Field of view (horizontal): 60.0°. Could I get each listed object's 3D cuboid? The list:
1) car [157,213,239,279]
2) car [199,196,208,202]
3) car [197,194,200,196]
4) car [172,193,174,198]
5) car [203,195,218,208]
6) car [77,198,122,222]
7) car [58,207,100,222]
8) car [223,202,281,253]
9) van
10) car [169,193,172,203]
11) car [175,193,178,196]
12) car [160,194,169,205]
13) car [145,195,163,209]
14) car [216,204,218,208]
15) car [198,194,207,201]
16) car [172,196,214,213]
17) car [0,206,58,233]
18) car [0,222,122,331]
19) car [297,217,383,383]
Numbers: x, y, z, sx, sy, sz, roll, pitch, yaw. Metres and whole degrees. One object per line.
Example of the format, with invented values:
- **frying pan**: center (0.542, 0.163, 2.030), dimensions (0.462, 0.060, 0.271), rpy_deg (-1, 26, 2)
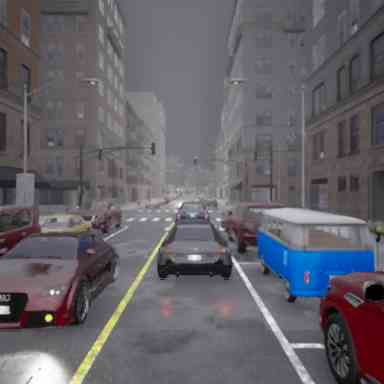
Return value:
- **car**: center (0.073, 1.563, 10.092), dimensions (1.994, 1.385, 4.181), rpy_deg (0, 0, 0)
- **car**: center (2.630, 1.547, 79.210), dimensions (2.008, 1.369, 4.403), rpy_deg (0, 0, 0)
- **car**: center (2.630, 1.547, 73.728), dimensions (2.008, 1.369, 4.403), rpy_deg (0, 0, 0)
- **car**: center (-5.414, 1.436, 68.246), dimensions (1.967, 1.590, 4.097), rpy_deg (0, 0, 0)
- **car**: center (2.633, 1.546, 46.319), dimensions (2.008, 1.369, 4.403), rpy_deg (0, 0, 0)
- **car**: center (-5.401, 1.313, 19.310), dimensions (2.192, 1.841, 5.009), rpy_deg (0, 0, 0)
- **car**: center (-5.400, 1.524, 13.461), dimensions (1.752, 1.417, 4.829), rpy_deg (0, 0, 0)
- **car**: center (2.638, 1.314, 13.631), dimensions (2.192, 1.841, 5.009), rpy_deg (0, 0, 0)
- **van**: center (2.638, 1.341, 7.953), dimensions (1.690, 1.788, 3.998), rpy_deg (0, 0, 0)
- **car**: center (-5.415, 1.311, 62.764), dimensions (2.192, 1.841, 5.009), rpy_deg (0, 0, 0)
- **car**: center (-5.410, 1.562, 84.692), dimensions (1.947, 1.339, 4.313), rpy_deg (0, 0, 0)
- **car**: center (-5.417, 1.521, 57.111), dimensions (1.752, 1.417, 4.829), rpy_deg (0, 0, 0)
- **car**: center (-5.420, 1.521, 46.148), dimensions (1.752, 1.417, 4.829), rpy_deg (0, 0, 0)
- **car**: center (2.637, 1.580, 19.311), dimensions (1.802, 1.307, 4.206), rpy_deg (0, 0, 0)
- **car**: center (2.629, 1.436, 84.693), dimensions (1.967, 1.590, 4.097), rpy_deg (0, 0, 0)
- **car**: center (0.048, 1.350, 21.078), dimensions (2.097, 1.767, 4.553), rpy_deg (0, 0, 0)
- **car**: center (-5.398, 1.315, 7.954), dimensions (2.192, 1.841, 5.009), rpy_deg (0, 0, 0)
- **car**: center (-2.843, 1.564, 6.932), dimensions (1.994, 1.385, 4.181), rpy_deg (0, 0, 0)
- **car**: center (2.639, 1.315, 2.273), dimensions (2.192, 1.841, 5.009), rpy_deg (0, 0, 0)
